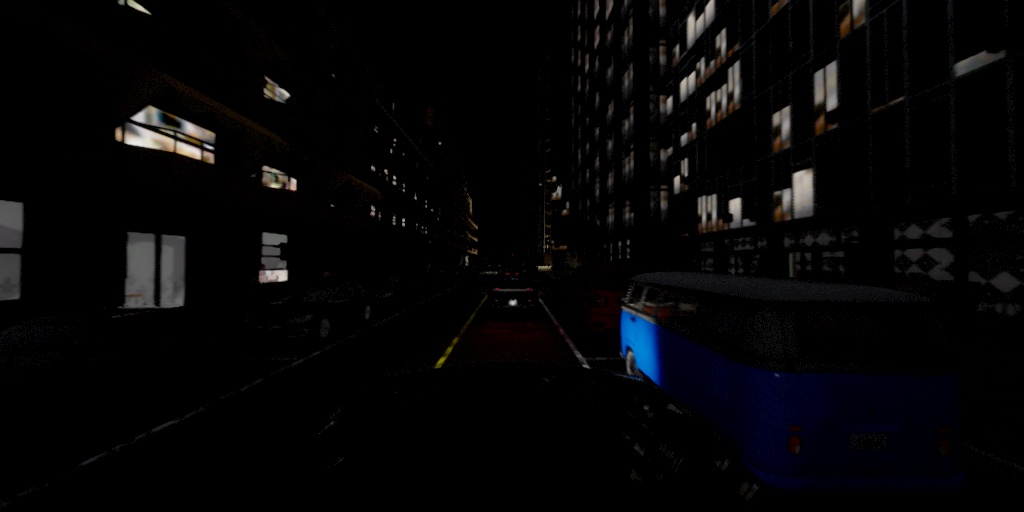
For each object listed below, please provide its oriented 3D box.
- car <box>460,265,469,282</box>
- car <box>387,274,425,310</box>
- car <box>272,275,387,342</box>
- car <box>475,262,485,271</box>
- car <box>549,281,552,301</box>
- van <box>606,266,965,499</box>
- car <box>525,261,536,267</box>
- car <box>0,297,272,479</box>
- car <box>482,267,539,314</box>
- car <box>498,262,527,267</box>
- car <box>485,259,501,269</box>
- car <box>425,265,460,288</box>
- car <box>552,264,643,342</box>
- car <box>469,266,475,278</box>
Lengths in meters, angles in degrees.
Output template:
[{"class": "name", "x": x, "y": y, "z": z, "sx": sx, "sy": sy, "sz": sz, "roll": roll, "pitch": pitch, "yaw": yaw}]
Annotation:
[{"class": "car", "x": -5.307, "y": 1.488, "z": 32.099, "sx": 1.967, "sy": 1.591, "sz": 4.097, "roll": 0, "pitch": 0, "yaw": 0}, {"class": "car", "x": -5.311, "y": 1.464, "z": 15.493, "sx": 1.802, "sy": 1.307, "sz": 4.207, "roll": 0, "pitch": 0, "yaw": 0}, {"class": "car", "x": -5.313, "y": 1.379, "z": 9.957, "sx": 2.007, "sy": 1.370, "sz": 4.403, "roll": 0, "pitch": 0, "yaw": 0}, {"class": "car", "x": -5.300, "y": 1.788, "z": 59.777, "sx": 1.967, "sy": 1.591, "sz": 4.097, "roll": 0, "pitch": 0, "yaw": 0}, {"class": "car", "x": 2.569, "y": 1.464, "z": 15.501, "sx": 1.802, "sy": 1.307, "sz": 4.207, "roll": 0, "pitch": 0, "yaw": 0}, {"class": "van", "x": 2.567, "y": 1.117, "z": 4.429, "sx": 1.690, "sy": 1.789, "sz": 3.998, "roll": 0, "pitch": 0, "yaw": 0}, {"class": "car", "x": 2.577, "y": 1.790, "z": 48.711, "sx": 1.948, "sy": 1.339, "sz": 4.313, "roll": 0, "pitch": 0, "yaw": 0}, {"class": "car", "x": -5.314, "y": 1.358, "z": 4.421, "sx": 1.802, "sy": 1.307, "sz": 4.207, "roll": 0, "pitch": 0, "yaw": 0}, {"class": "car", "x": 0.051, "y": 1.362, "z": 14.286, "sx": 2.128, "sy": 1.511, "sz": 4.902, "roll": 0, "pitch": 0, "yaw": 1}, {"class": "car", "x": 0.055, "y": 1.525, "z": 29.316, "sx": 1.837, "sy": 1.490, "sz": 4.892, "roll": 0, "pitch": 0, "yaw": 1}, {"class": "car", "x": -2.783, "y": 1.569, "z": 59.898, "sx": 2.150, "sy": 2.045, "sz": 5.566, "roll": 0, "pitch": 0, "yaw": 1}, {"class": "car", "x": -5.308, "y": 1.537, "z": 26.564, "sx": 1.888, "sy": 1.381, "sz": 4.507, "roll": 0, "pitch": 0, "yaw": 0}, {"class": "car", "x": 2.568, "y": 1.143, "z": 9.965, "sx": 2.192, "sy": 1.841, "sz": 5.009, "roll": 0, "pitch": 0, "yaw": 0}, {"class": "car", "x": -5.306, "y": 1.650, "z": 37.636, "sx": 1.888, "sy": 1.381, "sz": 4.507, "roll": 0, "pitch": 0, "yaw": 0}]
